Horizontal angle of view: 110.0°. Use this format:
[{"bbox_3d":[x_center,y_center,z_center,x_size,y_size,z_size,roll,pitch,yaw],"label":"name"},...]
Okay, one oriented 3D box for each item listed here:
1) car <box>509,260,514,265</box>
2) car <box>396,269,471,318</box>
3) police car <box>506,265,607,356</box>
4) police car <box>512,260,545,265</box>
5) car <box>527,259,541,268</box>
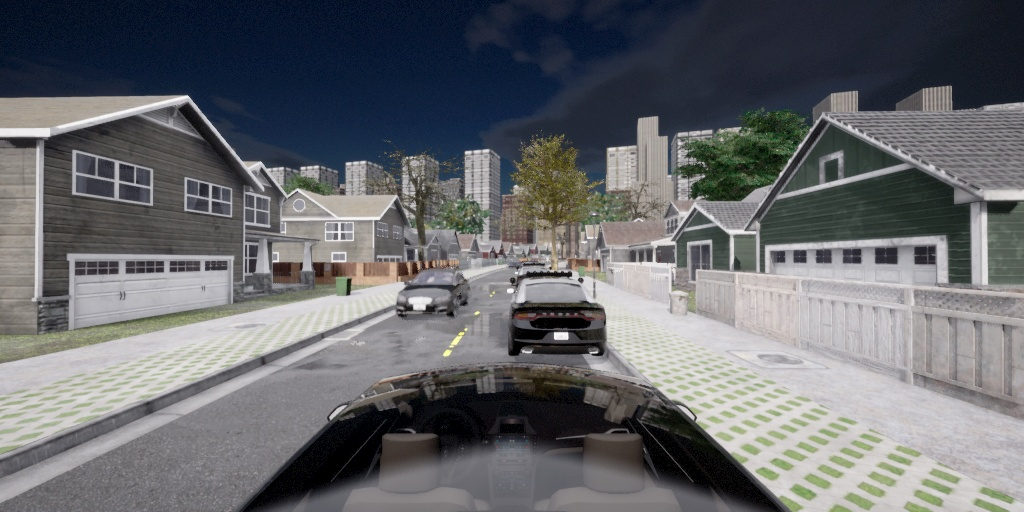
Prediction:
[{"bbox_3d":[0.578,1.362,57.283,1.994,1.385,4.181,0,0,7],"label":"car"},{"bbox_3d":[-2.658,1.246,13.008,2.128,1.511,4.902,0,0,2],"label":"car"},{"bbox_3d":[0.891,1.177,8.762,1.930,1.638,5.238,0,0,1],"label":"police car"},{"bbox_3d":[1.166,1.182,18.715,1.930,1.638,5.238,0,0,2],"label":"police car"},{"bbox_3d":[3.850,1.294,62.527,2.128,1.511,4.902,0,0,8],"label":"car"}]
